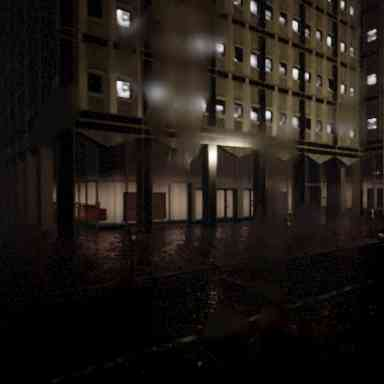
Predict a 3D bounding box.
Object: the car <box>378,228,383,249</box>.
[{"bbox_3d":[8.897,1.505,12.902,4.403,1.369,2.008,0,0,-35],"label":"car"}]
